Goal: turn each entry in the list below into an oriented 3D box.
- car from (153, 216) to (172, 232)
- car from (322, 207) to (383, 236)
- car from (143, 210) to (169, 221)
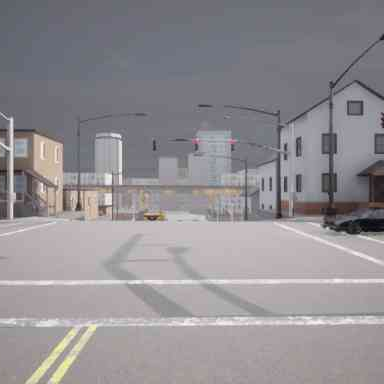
[{"bbox_3d":[-3.818,4.235,43.784,2.128,1.511,4.902,0,-13,-1],"label":"car"},{"bbox_3d":[9.964,1.549,17.986,5.357,1.411,2.033,0,0,-2],"label":"car"},{"bbox_3d":[-3.702,2.536,33.562,1.882,1.535,5.008,0,-9,1],"label":"car"}]
